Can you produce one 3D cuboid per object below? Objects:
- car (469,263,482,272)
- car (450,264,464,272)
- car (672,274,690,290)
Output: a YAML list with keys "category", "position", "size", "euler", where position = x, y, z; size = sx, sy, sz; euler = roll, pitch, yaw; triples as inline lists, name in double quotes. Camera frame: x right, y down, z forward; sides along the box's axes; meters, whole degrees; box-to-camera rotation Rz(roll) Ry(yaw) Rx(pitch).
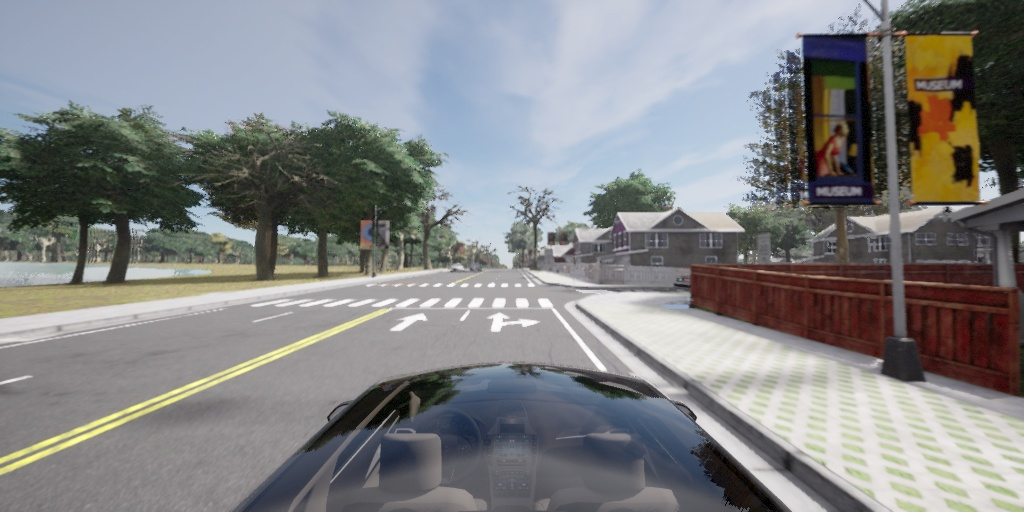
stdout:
- category: "car"
  position: [-6.524, 2.048, 64.209]
  size: [2.128, 1.511, 4.902]
  euler: [0, -1, 1]
- category: "car"
  position: [-9.772, 2.078, 64.165]
  size: [1.812, 1.442, 4.674]
  euler: [0, -1, 1]
- category: "car"
  position: [12.244, 1.425, 20.749]
  size: [5.357, 1.411, 2.033]
  euler: [0, -2, 0]
